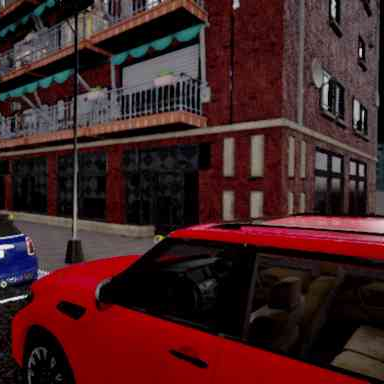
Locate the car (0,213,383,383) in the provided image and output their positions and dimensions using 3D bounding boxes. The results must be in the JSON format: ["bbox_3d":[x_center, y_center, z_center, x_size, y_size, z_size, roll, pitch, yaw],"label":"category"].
[{"bbox_3d":[0.697,1.202,2.754,5.566,2.045,2.150,2,1,38],"label":"car"}]
